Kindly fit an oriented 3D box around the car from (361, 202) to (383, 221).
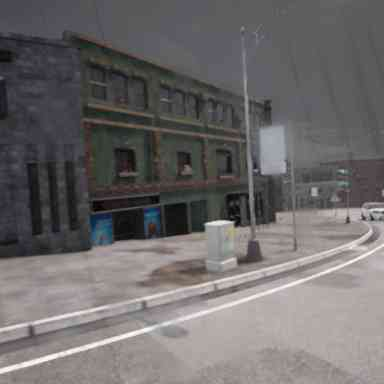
[{"bbox_3d":[20.605,2.195,37.140,2.150,2.045,5.566,-3,-3,12],"label":"car"}]
